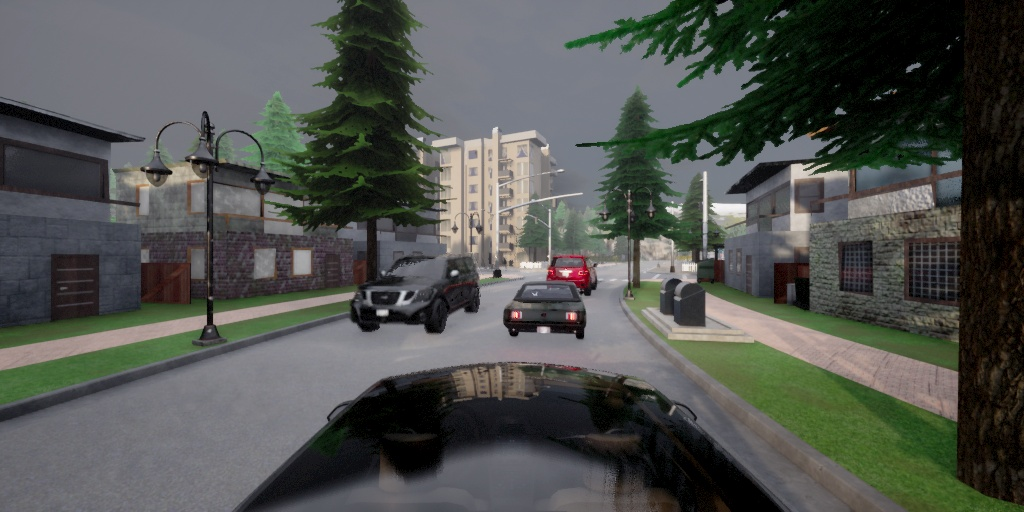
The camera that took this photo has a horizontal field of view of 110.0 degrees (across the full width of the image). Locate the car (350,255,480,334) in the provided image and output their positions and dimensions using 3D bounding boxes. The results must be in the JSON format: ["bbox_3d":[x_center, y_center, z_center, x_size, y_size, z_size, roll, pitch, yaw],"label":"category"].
[{"bbox_3d":[-2.566,0.971,11.100,2.150,2.045,5.566,0,0,10],"label":"car"}]

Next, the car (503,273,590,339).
[{"bbox_3d":[1.073,1.351,10.135,1.895,1.301,4.718,0,0,9],"label":"car"}]

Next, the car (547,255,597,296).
[{"bbox_3d":[3.369,0.971,19.631,2.150,2.045,5.566,0,0,18],"label":"car"}]
